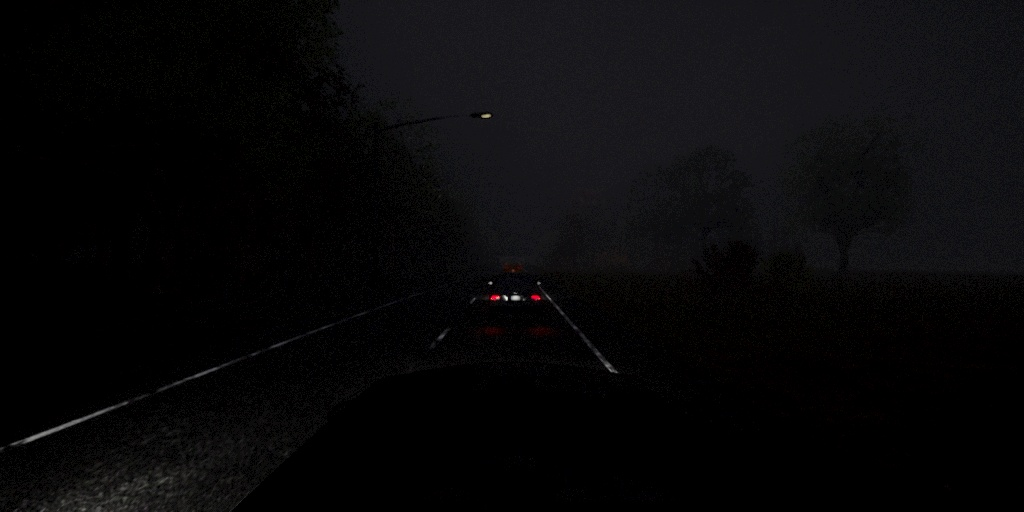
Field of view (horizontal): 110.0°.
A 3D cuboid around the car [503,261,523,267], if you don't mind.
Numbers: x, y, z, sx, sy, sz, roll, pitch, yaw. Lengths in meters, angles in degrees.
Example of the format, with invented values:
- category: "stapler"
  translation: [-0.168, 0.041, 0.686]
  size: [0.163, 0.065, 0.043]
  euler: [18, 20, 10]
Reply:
- category: "car"
  translation: [0.116, 1.214, 35.857]
  size: [1.882, 1.535, 5.008]
  euler: [0, 0, 0]

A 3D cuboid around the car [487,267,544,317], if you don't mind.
- category: "car"
  translation: [0.107, 1.292, 13.137]
  size: [2.033, 1.411, 5.357]
  euler: [0, 0, 0]
